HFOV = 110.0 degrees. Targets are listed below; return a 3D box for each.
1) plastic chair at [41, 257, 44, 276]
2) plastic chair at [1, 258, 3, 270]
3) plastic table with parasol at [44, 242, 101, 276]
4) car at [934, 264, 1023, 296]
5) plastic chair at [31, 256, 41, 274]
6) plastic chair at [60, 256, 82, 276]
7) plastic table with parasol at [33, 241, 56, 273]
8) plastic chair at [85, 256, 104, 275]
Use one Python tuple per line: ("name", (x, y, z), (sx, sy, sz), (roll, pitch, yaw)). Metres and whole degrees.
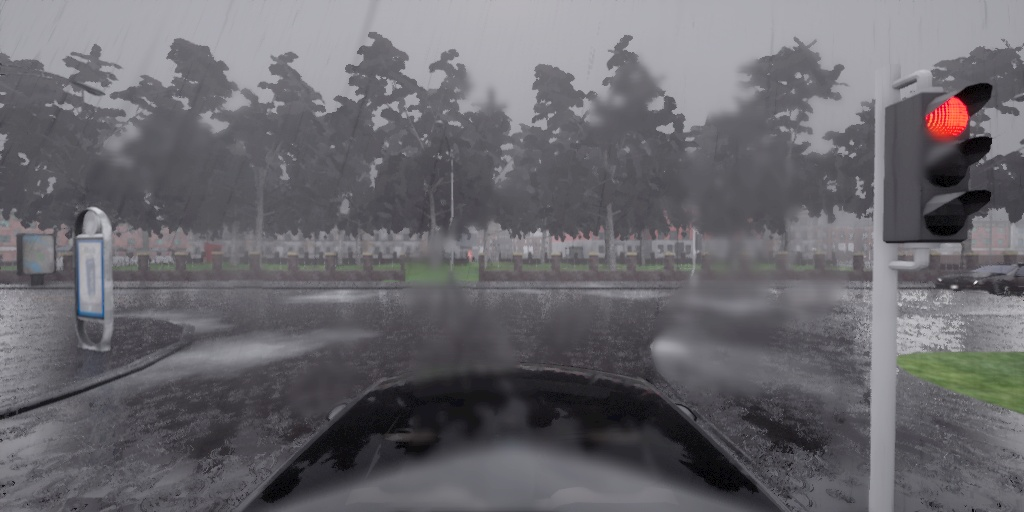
("plastic chair", (-40.219, 0.857, 31.333), (0.730, 1.272, 0.750), (0, 0, -40))
("plastic chair", (-46.421, 0.845, 32.207), (0.730, 1.272, 0.750), (0, 0, -40))
("plastic table with parasol", (-39.189, 0.247, 32.078), (2.482, 2.480, 2.482), (0, 0, -40))
("car", (23.526, 1.073, 16.901), (5.357, 1.411, 2.033), (0, 1, 0))
("plastic chair", (-44.618, 0.820, 33.971), (0.730, 1.272, 0.750), (0, 0, -41))
("plastic chair", (-38.286, 0.873, 31.105), (0.750, 1.272, 0.730), (0, 0, -35))
("plastic table with parasol", (-43.610, 0.135, 34.719), (2.482, 2.480, 2.482), (0, 0, -39))
("plastic chair", (-38.191, 0.838, 32.811), (0.730, 1.272, 0.750), (0, 0, -40))
